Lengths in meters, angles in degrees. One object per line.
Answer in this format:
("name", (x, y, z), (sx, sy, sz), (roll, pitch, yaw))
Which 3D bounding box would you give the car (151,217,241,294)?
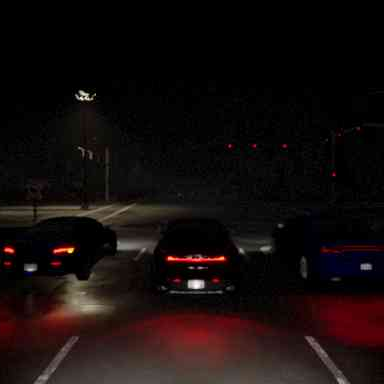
("car", (0.087, 1.387, 8.425), (1.837, 1.490, 4.892), (0, 1, 0))

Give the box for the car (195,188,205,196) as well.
("car", (1.789, 0.206, 92.261), (1.882, 1.535, 5.008), (0, 1, 0))

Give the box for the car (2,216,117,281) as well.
("car", (-3.414, 1.396, 9.347), (1.812, 1.442, 4.674), (0, 1, 0))

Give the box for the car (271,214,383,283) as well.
("car", (3.589, 1.348, 9.300), (1.882, 1.535, 5.008), (0, 1, 0))

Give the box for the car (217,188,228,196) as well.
("car", (8.787, -0.042, 91.842), (2.150, 2.045, 5.566), (0, 1, 0))

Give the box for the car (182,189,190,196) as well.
("car", (-1.709, 0.276, 92.693), (1.994, 1.385, 4.181), (0, 1, 0))

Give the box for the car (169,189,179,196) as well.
("car", (-5.208, 0.074, 93.058), (2.097, 1.767, 4.553), (0, 1, 0))

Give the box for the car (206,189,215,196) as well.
("car", (5.289, 0.206, 92.247), (1.882, 1.535, 5.008), (0, 1, 0))
